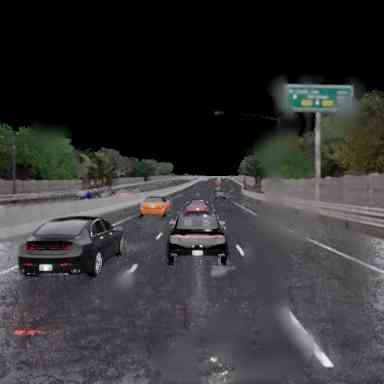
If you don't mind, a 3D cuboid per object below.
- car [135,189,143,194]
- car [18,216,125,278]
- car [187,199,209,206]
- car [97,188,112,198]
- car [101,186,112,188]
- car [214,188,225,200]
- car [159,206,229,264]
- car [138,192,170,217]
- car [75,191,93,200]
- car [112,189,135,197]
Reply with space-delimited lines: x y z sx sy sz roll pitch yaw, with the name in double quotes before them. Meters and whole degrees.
"car" -11.766 0.114 71.622 1.837 1.490 4.892 0 2 4
"car" -3.334 1.473 10.062 1.837 1.490 4.892 0 0 1
"car" 0.508 1.321 29.193 1.994 1.385 4.181 0 1 1
"car" -15.821 0.520 62.304 2.128 1.511 4.902 0 2 4
"car" -18.754 -0.168 72.020 2.150 2.045 5.566 0 2 4
"car" 5.106 0.569 60.789 2.033 1.411 5.357 0 2 3
"car" 0.181 1.451 11.617 2.128 1.511 4.902 0 0 1
"car" -3.020 1.125 28.145 2.097 1.767 4.553 0 1 1
"car" -19.445 0.570 60.126 1.882 1.535 5.008 0 2 3
"car" -12.430 0.432 60.348 2.097 1.767 4.553 0 2 3
